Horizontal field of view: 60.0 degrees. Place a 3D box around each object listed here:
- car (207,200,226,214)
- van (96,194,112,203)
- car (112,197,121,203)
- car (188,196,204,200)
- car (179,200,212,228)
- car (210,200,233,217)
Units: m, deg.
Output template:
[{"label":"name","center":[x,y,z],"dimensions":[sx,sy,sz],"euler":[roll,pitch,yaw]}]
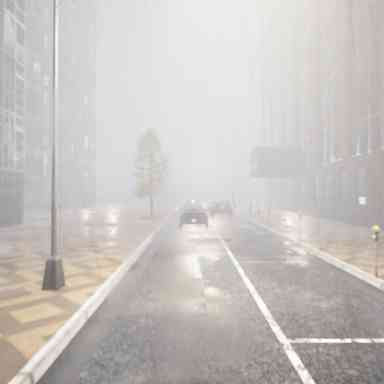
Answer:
[{"label":"car","center":[2.589,1.542,35.881],"dimensions":[1.802,1.307,4.206],"euler":[1,0,0]},{"label":"van","center":[-17.808,1.363,62.863],"dimensions":[3.998,1.788,1.690],"euler":[0,-1,14]},{"label":"car","center":[-17.429,1.705,71.029],"dimensions":[4.403,1.369,2.008],"euler":[0,-1,14]},{"label":"car","center":[0.113,1.507,38.822],"dimensions":[2.033,1.411,5.357],"euler":[0,0,0]},{"label":"car","center":[0.109,1.499,21.731],"dimensions":[1.812,1.442,4.674],"euler":[0,0,0]},{"label":"car","center":[2.589,1.405,30.314],"dimensions":[1.967,1.590,4.097],"euler":[1,0,0]}]
